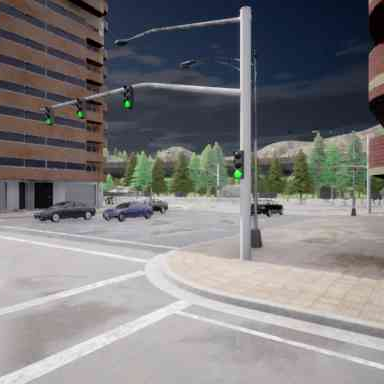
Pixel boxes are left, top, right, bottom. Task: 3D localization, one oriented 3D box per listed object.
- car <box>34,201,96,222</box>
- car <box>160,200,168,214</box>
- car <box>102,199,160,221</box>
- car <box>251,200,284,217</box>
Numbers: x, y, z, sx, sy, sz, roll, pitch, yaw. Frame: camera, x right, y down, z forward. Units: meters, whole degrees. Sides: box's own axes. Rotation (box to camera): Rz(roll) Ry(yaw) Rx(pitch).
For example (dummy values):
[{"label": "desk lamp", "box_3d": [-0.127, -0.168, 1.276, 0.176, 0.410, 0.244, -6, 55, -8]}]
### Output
[{"label": "car", "box_3d": [-9.945, 1.505, 26.345, 1.837, 1.490, 4.892, 0, 0, 36]}, {"label": "car", "box_3d": [-4.456, 1.491, 33.882, 2.128, 1.511, 4.902, 0, 0, 36]}, {"label": "car", "box_3d": [-5.085, 1.526, 27.082, 1.812, 1.442, 4.674, 0, 0, 36]}, {"label": "car", "box_3d": [7.126, 1.478, 31.740, 1.882, 1.535, 5.008, 0, 0, 36]}]
